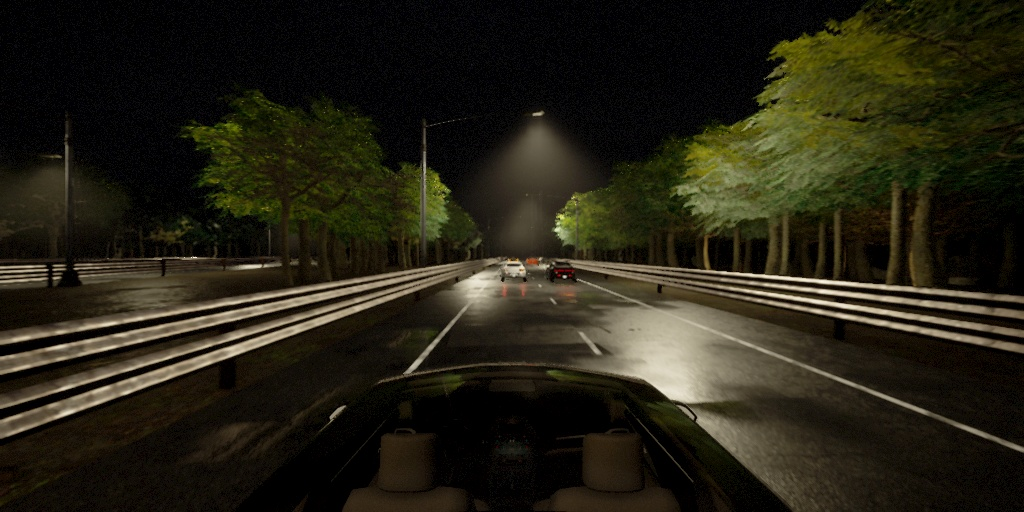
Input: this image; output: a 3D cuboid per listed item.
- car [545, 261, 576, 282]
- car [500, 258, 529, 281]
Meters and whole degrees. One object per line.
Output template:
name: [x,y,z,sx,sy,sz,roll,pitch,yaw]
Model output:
car: [3.636,1.142,27.094,1.837,1.490,4.892,0,1,0]
car: [0.138,1.153,28.350,1.812,1.442,4.674,0,0,0]
